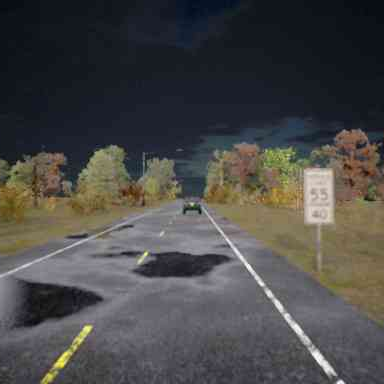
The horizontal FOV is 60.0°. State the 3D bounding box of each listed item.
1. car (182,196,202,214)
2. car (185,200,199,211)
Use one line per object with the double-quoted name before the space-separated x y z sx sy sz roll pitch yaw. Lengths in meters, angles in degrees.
"car" 0.019 1.523 39.201 2.150 2.045 5.566 0 0 0
"car" 0.025 1.939 49.725 2.033 1.411 5.357 0 0 0
